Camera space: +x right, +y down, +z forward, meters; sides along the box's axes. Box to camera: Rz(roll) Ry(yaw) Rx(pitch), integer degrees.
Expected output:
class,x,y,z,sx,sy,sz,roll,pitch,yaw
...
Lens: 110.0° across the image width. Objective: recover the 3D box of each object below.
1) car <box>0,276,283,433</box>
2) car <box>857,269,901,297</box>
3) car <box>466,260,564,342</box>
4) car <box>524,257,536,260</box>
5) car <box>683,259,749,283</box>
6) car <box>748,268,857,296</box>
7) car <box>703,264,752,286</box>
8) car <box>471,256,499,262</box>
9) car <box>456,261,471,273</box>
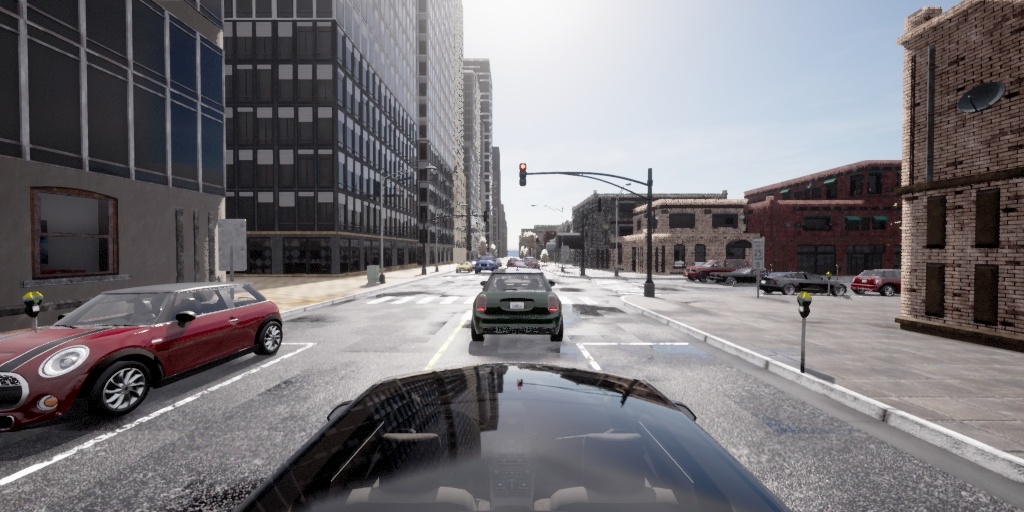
class,x,y,z,sx,sy,sz,roll,pitch,yaw
car,-5.682,1.188,5.659,1.967,1.591,4.097,0,0,0
car,22.005,1.474,20.395,4.097,1.591,1.967,0,0,1
car,0.155,1.100,9.953,2.097,1.767,4.553,0,0,1
car,2.808,1.178,49.175,1.967,1.591,4.097,0,0,0
car,16.585,1.164,28.858,5.009,1.841,2.192,0,0,1
car,16.458,1.547,20.480,4.313,1.339,1.948,0,0,1
car,17.095,1.496,26.255,4.718,1.301,1.895,1,1,1
car,-2.990,0.962,41.540,2.150,2.045,5.566,0,0,1
car,-5.725,1.265,43.437,1.751,1.417,4.829,0,0,0
